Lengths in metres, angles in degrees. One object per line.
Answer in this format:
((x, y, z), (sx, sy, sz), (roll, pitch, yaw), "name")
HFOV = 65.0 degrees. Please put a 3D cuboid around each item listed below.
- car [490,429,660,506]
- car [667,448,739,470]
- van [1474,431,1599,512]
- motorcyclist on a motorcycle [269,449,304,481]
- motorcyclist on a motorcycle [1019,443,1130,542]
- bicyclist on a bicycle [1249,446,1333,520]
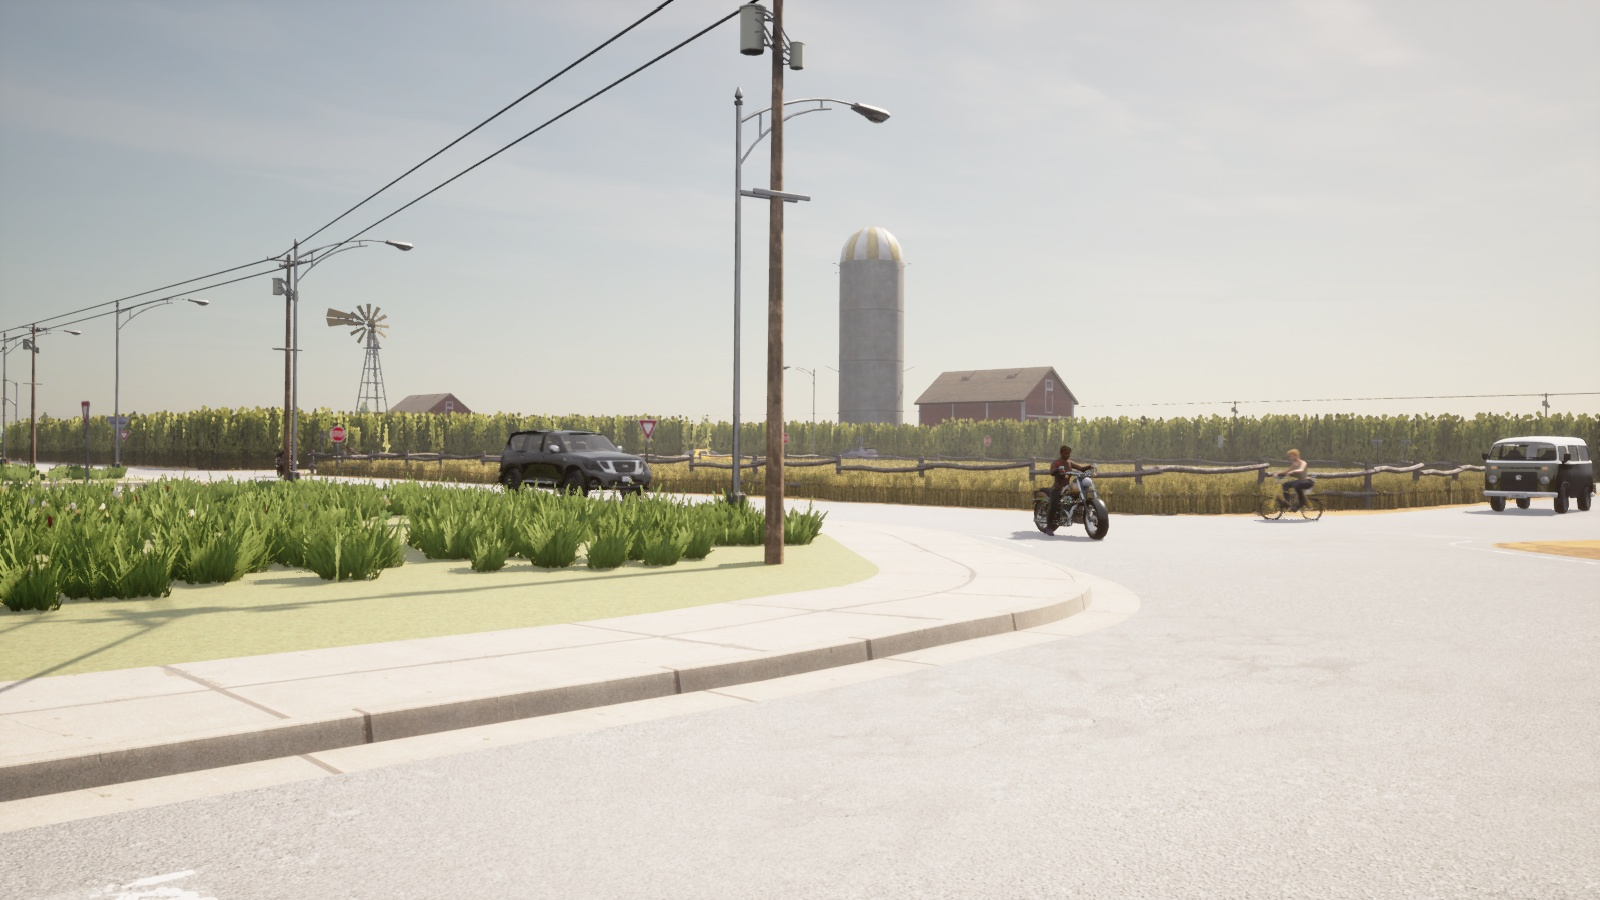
((-6.602, 0.461, 36.337), (2.150, 2.045, 5.566), (0, 0, -43), "car")
((-7.162, 0.632, 92.874), (5.366, 1.575, 1.801), (0, 0, -43), "car")
((20.097, 0.556, 34.071), (2.069, 2.038, 4.480), (0, 0, 44), "van")
((-25.098, 0.727, 61.341), (0.866, 1.530, 2.191), (0, 0, -43), "motorcyclist on a motorcycle")
((4.776, 0.704, 22.069), (0.766, 1.649, 2.350), (0, 0, -20), "motorcyclist on a motorcycle")
((10.955, 0.734, 28.056), (1.509, 1.612, 0.866), (0, -2, -7), "bicyclist on a bicycle")
